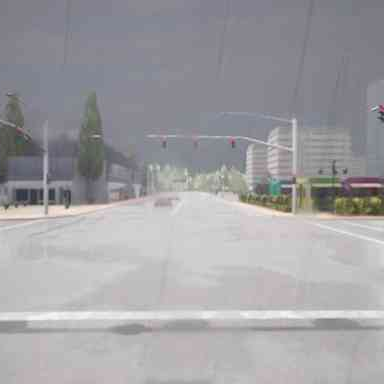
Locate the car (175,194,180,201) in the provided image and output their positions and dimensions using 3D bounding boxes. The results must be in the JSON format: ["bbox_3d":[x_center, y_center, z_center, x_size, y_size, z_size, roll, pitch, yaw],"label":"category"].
[{"bbox_3d":[-3.498,1.040,67.355,1.895,1.301,4.718,0,1,0],"label":"car"}]

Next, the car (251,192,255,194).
[{"bbox_3d":[17.772,0.442,87.504,4.605,1.855,1.932,0,0,-2],"label":"car"}]

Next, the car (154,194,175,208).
[{"bbox_3d":[-3.499,1.230,41.520,1.994,1.385,4.181,0,1,0],"label":"car"}]
